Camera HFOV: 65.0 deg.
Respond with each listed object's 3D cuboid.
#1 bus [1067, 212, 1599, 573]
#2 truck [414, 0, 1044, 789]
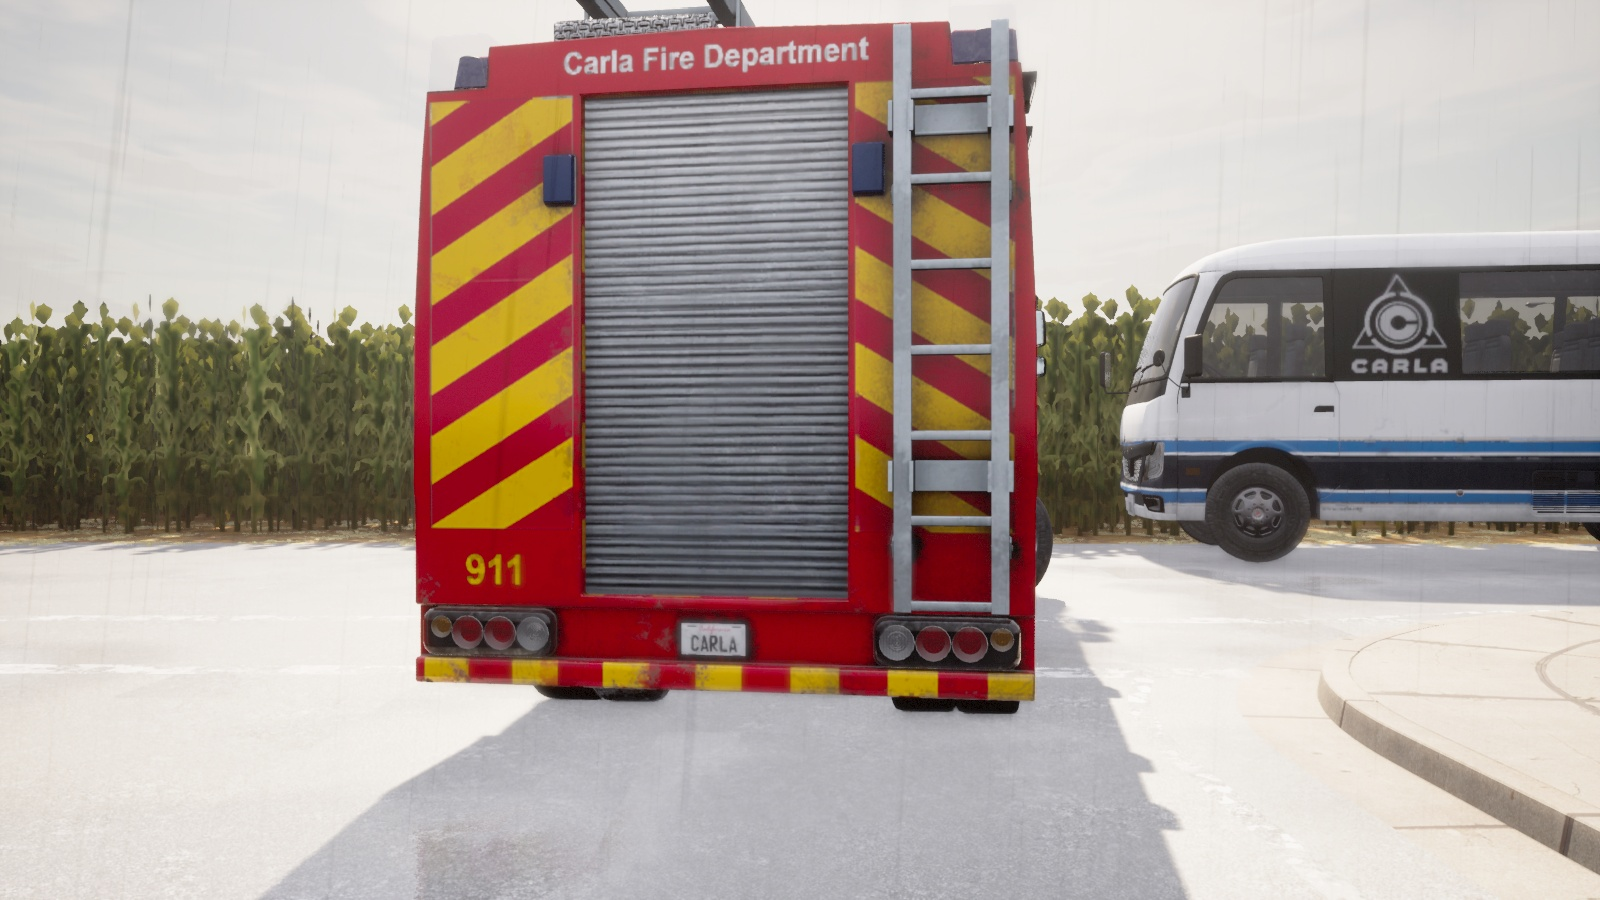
[{"bbox_3d":[8.975,-0.691,16.848,10.273,4.253,3.944,0,0,8],"label":"bus"},{"bbox_3d":[0.310,-0.466,9.815,2.891,3.827,8.468,0,0,9],"label":"truck"}]
